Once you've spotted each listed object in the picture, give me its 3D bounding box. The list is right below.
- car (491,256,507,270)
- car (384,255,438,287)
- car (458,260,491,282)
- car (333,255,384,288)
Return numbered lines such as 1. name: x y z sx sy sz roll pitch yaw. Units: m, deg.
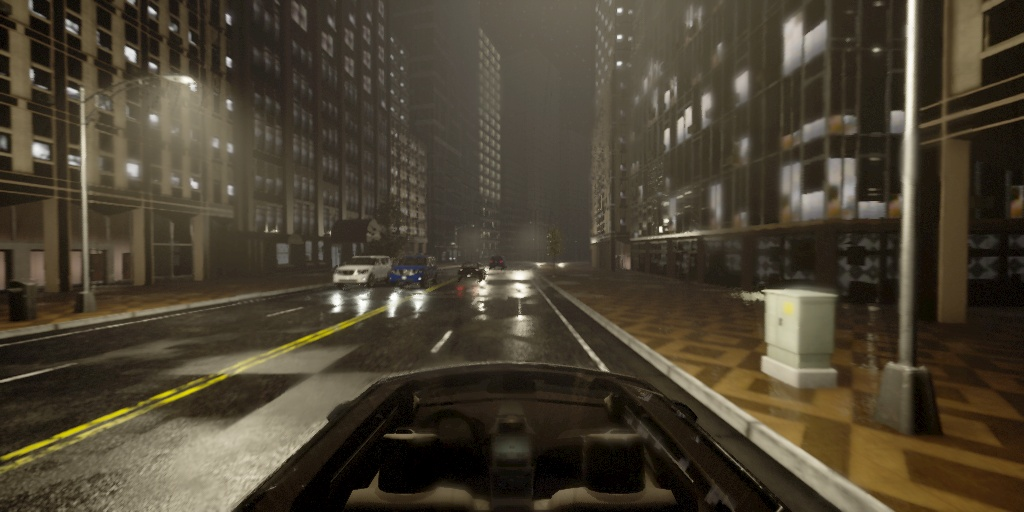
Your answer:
1. car: -1.993 0.989 53.766 2.150 2.045 5.566 0 0 6
2. car: -6.547 0.970 24.583 2.150 2.045 5.566 0 0 0
3. car: -3.140 1.239 28.600 2.128 1.511 4.902 0 0 0
4. car: -9.800 0.971 24.205 2.150 2.045 5.566 0 0 1
